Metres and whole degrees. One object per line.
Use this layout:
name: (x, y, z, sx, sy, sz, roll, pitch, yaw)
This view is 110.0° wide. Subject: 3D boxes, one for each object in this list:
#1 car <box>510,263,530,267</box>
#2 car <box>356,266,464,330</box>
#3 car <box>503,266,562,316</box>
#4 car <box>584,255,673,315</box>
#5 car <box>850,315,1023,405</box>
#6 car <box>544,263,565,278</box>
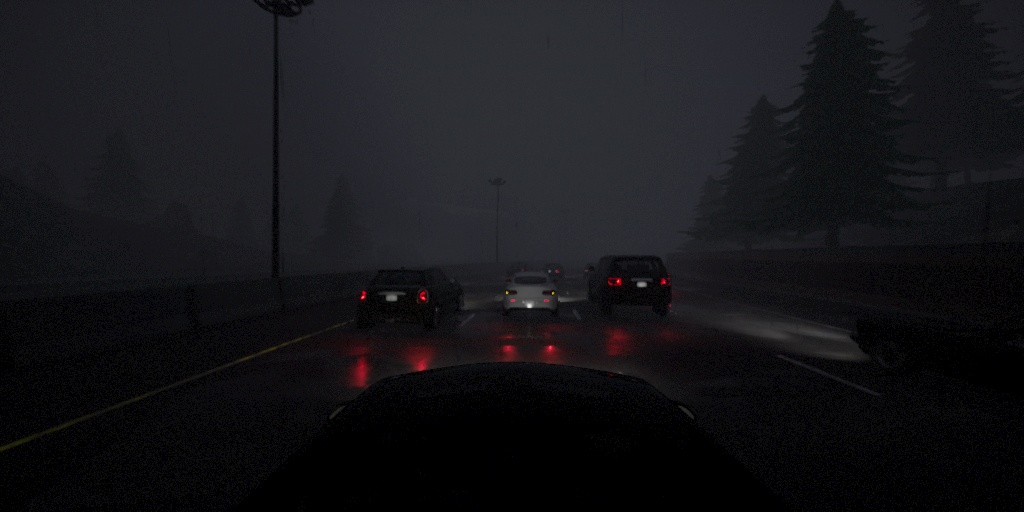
car: (0.916, 1.340, 35.239, 1.895, 1.301, 4.718, 0, 0, 14)
car: (-2.915, 1.091, 11.252, 2.097, 1.767, 4.553, 0, 0, 4)
car: (0.726, 1.273, 13.243, 1.812, 1.442, 4.674, 0, 0, 5)
car: (4.277, 0.978, 13.799, 2.150, 2.045, 5.566, 0, 0, 5)
car: (7.197, 1.369, 4.496, 1.895, 1.301, 4.718, 0, 0, 1)
car: (3.644, 1.296, 31.721, 2.033, 1.411, 5.357, 0, 0, 13)
